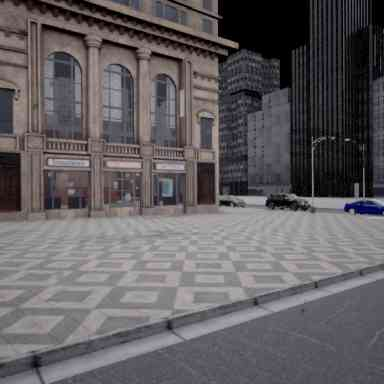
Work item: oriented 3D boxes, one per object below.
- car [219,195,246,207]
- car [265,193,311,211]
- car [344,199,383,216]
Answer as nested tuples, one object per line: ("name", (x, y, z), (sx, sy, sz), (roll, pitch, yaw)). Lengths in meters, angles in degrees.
("car", (5.539, 1.245, 47.203), (2.097, 1.767, 4.553), (-1, 0, -34))
("car", (11.110, 1.143, 38.938), (2.150, 2.045, 5.566), (-1, 0, -34))
("car", (16.680, 1.427, 30.701), (1.882, 1.535, 5.008), (-1, 1, -35))
